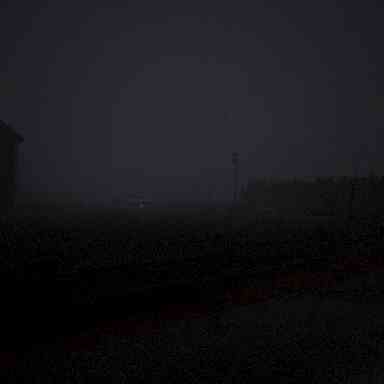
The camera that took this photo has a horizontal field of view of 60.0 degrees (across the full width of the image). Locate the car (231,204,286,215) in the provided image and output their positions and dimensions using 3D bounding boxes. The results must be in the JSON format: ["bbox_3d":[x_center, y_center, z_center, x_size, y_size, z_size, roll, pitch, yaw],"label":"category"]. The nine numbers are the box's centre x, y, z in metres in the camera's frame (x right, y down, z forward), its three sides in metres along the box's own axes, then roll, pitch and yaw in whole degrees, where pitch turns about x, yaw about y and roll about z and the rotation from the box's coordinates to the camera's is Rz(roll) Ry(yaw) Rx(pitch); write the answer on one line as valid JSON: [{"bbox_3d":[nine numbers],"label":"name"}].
[{"bbox_3d":[5.600,1.730,28.891,2.033,1.411,5.357,1,0,-35],"label":"car"}]

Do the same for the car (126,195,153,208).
[{"bbox_3d":[-7.481,1.407,47.437,2.150,2.045,5.566,1,-1,-35],"label":"car"}]
